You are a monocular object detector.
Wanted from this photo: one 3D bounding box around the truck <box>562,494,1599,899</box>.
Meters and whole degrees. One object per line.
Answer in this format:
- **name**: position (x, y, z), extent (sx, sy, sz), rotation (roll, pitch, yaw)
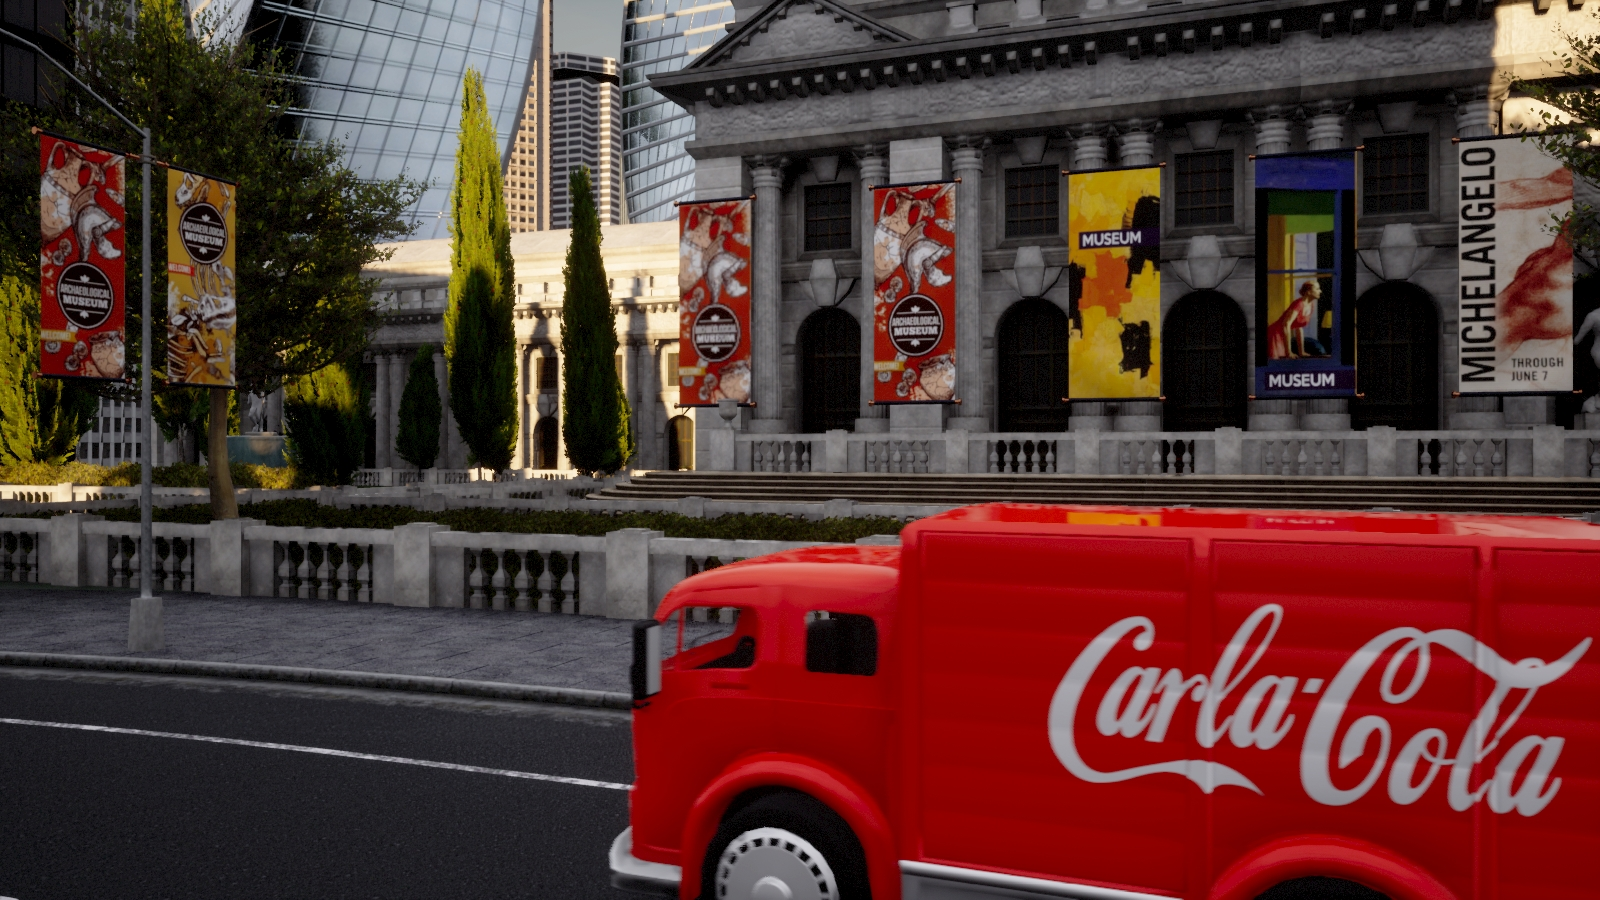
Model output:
- **truck**: position (1.612, 1.568, 6.483), extent (5.204, 2.467, 2.627), rotation (0, 0, 21)
